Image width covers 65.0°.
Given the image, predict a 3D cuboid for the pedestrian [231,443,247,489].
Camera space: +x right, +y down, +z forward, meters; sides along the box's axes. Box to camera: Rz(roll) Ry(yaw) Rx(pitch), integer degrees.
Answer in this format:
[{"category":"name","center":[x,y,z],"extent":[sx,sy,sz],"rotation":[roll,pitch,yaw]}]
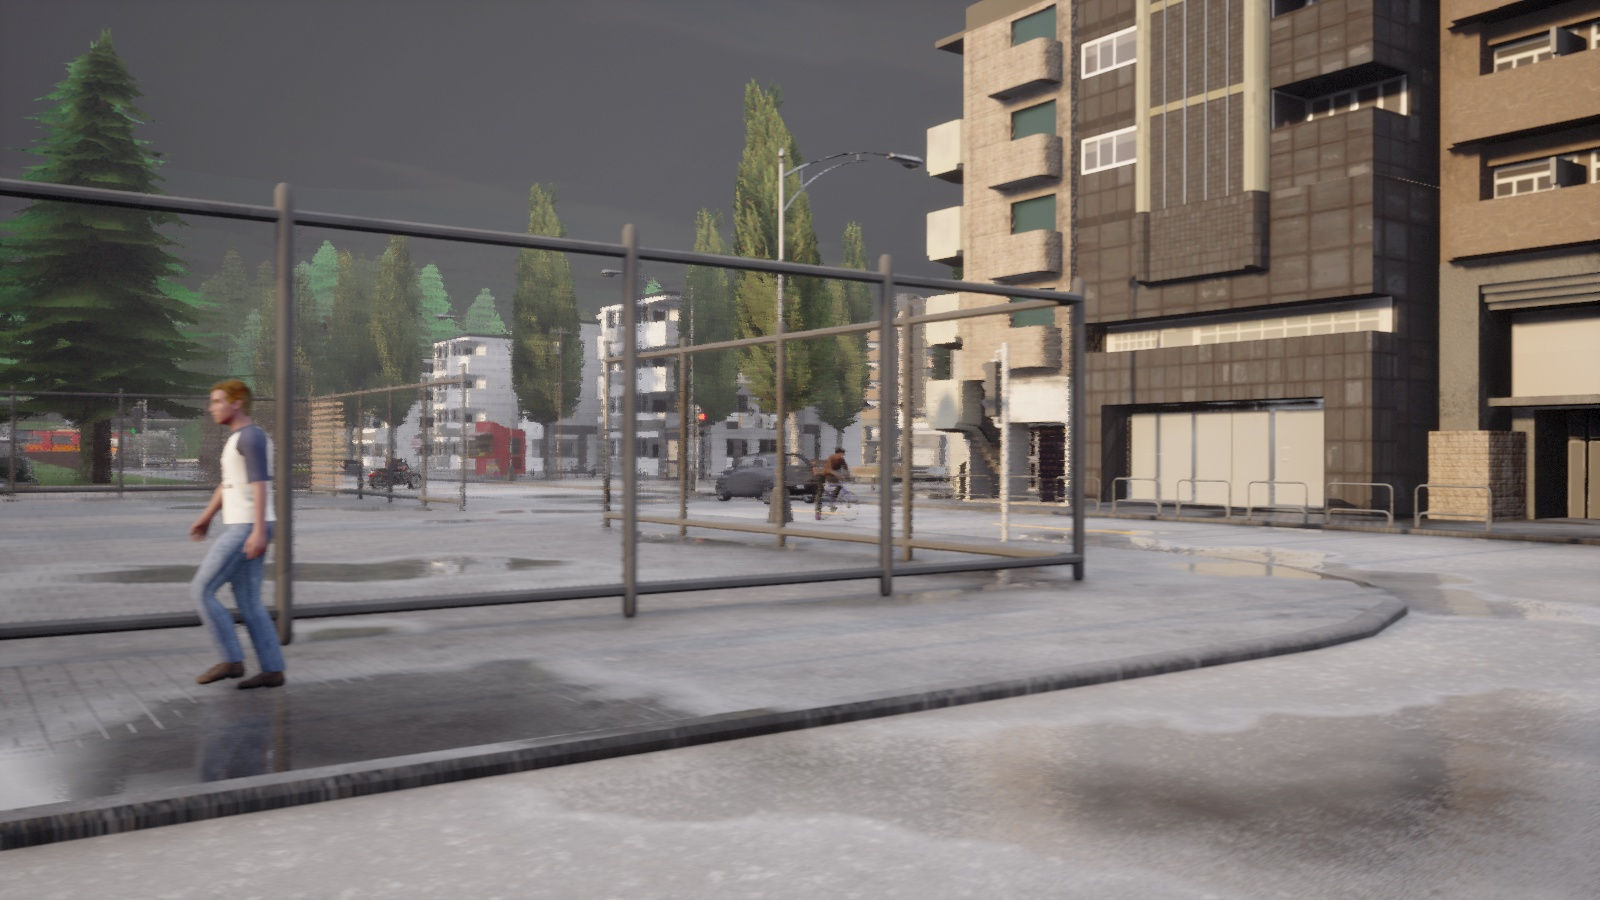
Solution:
[{"category":"pedestrian","center":[-22.453,0.638,50.242],"extent":[0.354,1.836,0.706],"rotation":[0,0,-44]}]

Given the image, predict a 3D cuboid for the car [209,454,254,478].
[{"category":"car","center":[-37.137,1.026,81.962],"extent":[1.837,1.490,4.892],"rotation":[0,0,-35]}]

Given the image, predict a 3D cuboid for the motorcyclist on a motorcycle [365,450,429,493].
[{"category":"motorcyclist on a motorcycle","center":[-15.798,0.846,49.289],"extent":[0.766,1.649,2.350],"rotation":[-1,-1,41]}]

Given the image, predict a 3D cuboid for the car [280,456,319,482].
[{"category":"car","center":[-26.728,1.017,67.025],"extent":[1.481,1.376,2.207],"rotation":[0,0,-35]}]

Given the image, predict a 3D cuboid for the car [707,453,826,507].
[{"category":"car","center":[-1.036,0.848,37.151],"extent":[1.845,1.501,3.633],"rotation":[0,0,-35]}]

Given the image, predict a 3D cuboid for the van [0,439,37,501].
[{"category":"van","center":[-27.277,0.654,40.496],"extent":[4.442,1.987,1.775],"rotation":[0,0,-35]}]

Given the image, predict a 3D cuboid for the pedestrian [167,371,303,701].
[{"category":"pedestrian","center":[-3.282,0.479,7.295],"extent":[0.706,1.836,0.354],"rotation":[0,0,-26]}]

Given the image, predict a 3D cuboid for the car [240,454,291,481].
[{"category":"car","center":[-31.398,0.993,73.706],"extent":[1.837,1.490,4.892],"rotation":[0,0,-35]}]

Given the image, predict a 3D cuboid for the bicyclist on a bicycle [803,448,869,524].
[{"category":"bicyclist on a bicycle","center":[0.782,0.760,27.560],"extent":[0.582,1.620,1.656],"rotation":[0,0,-35]}]
